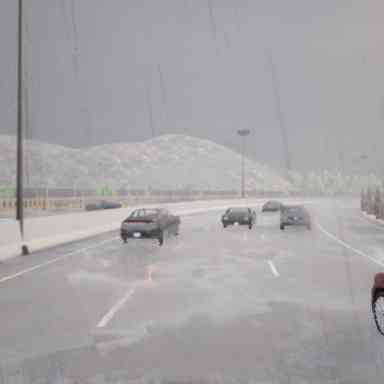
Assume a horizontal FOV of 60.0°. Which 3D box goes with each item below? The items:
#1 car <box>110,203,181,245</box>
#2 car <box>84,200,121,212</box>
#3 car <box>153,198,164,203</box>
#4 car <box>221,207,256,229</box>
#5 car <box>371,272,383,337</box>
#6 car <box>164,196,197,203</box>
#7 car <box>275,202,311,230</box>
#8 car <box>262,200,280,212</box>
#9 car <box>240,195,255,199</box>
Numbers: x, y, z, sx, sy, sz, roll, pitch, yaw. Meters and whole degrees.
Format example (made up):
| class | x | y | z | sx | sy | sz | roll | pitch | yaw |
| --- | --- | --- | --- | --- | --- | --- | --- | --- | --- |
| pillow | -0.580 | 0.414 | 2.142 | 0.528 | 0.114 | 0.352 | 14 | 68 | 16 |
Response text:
| class | x | y | z | sx | sy | sz | roll | pitch | yaw |
| --- | --- | --- | --- | --- | --- | --- | --- | --- | --- |
| car | -1.773 | 1.496 | 15.603 | 2.128 | 1.511 | 4.902 | 0 | 0 | 10 |
| car | -10.137 | 1.587 | 37.986 | 1.895 | 1.301 | 4.718 | 0 | 0 | 22 |
| car | -3.587 | 1.567 | 44.336 | 2.033 | 1.411 | 5.357 | 0 | 0 | 26 |
| car | 3.267 | 1.634 | 22.277 | 1.895 | 1.301 | 4.718 | 0 | 0 | 15 |
| car | 3.820 | 1.498 | 3.509 | 1.882 | 1.535 | 5.008 | 0 | 0 | 3 |
| car | -1.066 | 1.380 | 41.325 | 2.097 | 1.767 | 4.553 | 0 | 0 | 26 |
| car | 6.691 | 1.595 | 21.714 | 2.033 | 1.411 | 5.357 | 0 | 0 | 15 |
| car | 9.653 | 1.638 | 39.009 | 1.994 | 1.385 | 4.181 | 0 | 0 | 26 |
| car | 11.886 | 1.322 | 72.901 | 1.882 | 1.535 | 5.008 | 0 | 0 | 42 |
